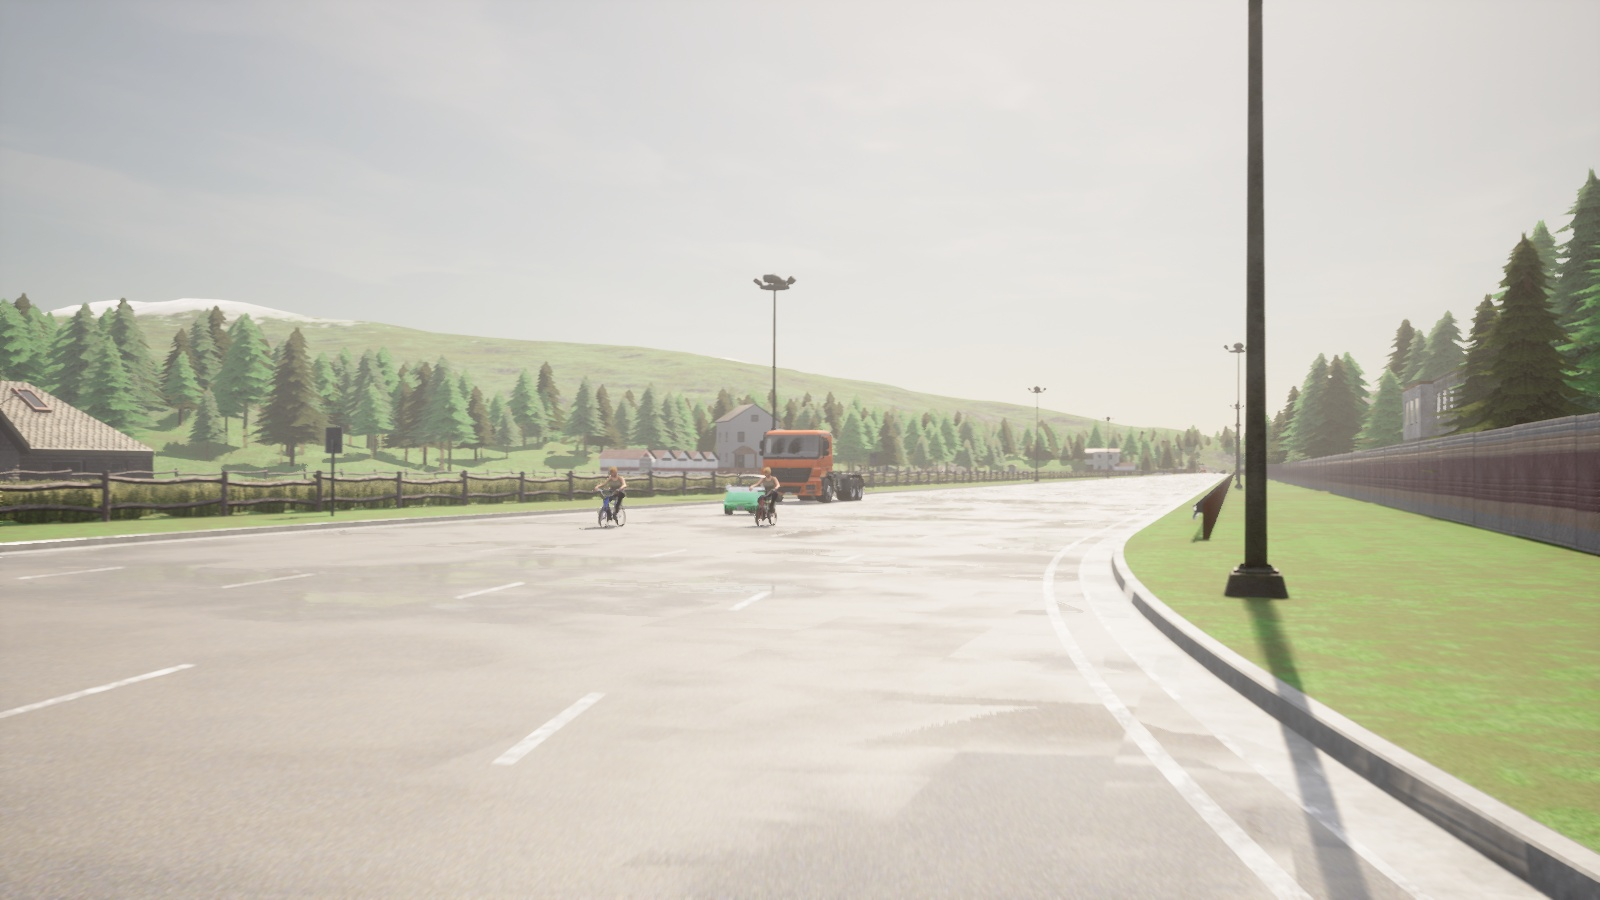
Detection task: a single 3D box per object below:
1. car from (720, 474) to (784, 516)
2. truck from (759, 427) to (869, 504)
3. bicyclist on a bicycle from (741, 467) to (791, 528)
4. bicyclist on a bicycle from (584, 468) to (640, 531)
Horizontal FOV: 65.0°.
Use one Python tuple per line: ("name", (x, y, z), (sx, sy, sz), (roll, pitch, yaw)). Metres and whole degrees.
("car", (-1.607, 1.522, 42.629), (1.481, 1.376, 2.207), (-1, -1, 19))
("truck", (0.819, 0.746, 60.272), (2.891, 3.462, 7.936), (-1, -1, 19))
("bicyclist on a bicycle", (-0.903, 1.271, 33.991), (0.866, 1.612, 1.509), (0, -1, 19))
("bicyclist on a bicycle", (-4.925, 1.271, 33.013), (0.866, 1.612, 1.509), (0, -1, 19))
